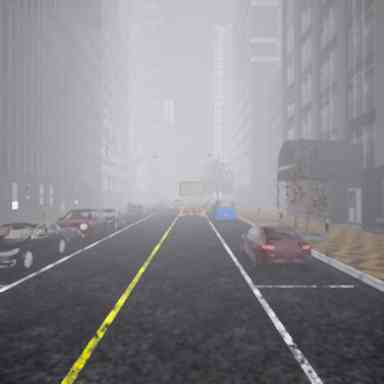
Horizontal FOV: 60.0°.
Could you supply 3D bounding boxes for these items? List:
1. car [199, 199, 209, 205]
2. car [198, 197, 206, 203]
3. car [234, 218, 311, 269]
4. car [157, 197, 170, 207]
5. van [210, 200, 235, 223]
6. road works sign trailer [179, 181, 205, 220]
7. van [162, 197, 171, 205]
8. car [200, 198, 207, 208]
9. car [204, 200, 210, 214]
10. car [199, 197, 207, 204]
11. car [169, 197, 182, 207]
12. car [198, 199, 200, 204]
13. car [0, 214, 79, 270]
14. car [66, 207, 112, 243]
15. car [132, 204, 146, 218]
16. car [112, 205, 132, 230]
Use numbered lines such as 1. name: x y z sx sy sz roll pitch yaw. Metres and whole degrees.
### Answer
1. car: 2.705 2.235 73.871 2.008 1.369 4.403 0 0 0
2. car: 2.709 2.256 90.948 1.967 1.590 4.097 0 0 0
3. car: 2.692 1.697 11.257 1.802 1.307 4.206 0 -1 0
4. car: -5.678 2.139 62.492 2.008 1.369 4.403 0 -1 0
5. van: 2.696 1.616 28.336 1.690 1.788 3.998 0 -1 0
6. road works sign trailer: 0.006 0.767 31.363 2.380 3.560 2.880 0 -1 0
7. van: -5.675 2.025 73.878 1.690 1.788 3.998 0 0 0
8. car: 2.701 2.119 56.794 1.802 1.307 4.206 0 -1 0
9. car: 2.698 1.962 39.717 1.802 1.307 4.206 0 -1 0
10. car: 2.708 2.212 85.256 1.967 1.590 4.097 0 0 0
11. car: -3.006 2.138 65.243 1.812 1.442 4.674 0 0 0
12. car: 2.704 2.188 68.179 2.008 1.369 4.403 0 0 0
13. car: -5.689 1.666 11.261 2.008 1.369 4.403 0 -1 0
14. car: -5.688 1.610 16.955 1.967 1.590 4.097 0 -1 0
15. car: -5.684 1.909 34.029 1.802 1.307 4.206 0 -1 0
16. car: -5.686 1.773 22.646 2.008 1.369 4.403 0 -1 0
